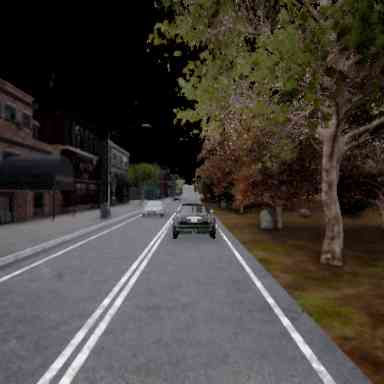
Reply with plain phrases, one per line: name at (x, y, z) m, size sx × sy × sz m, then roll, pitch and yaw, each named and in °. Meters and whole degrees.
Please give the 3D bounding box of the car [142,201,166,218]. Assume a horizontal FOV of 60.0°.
car at (-3.351, 1.516, 30.022) m, size 1.812 × 1.442 × 4.674 m, roll 0°, pitch 0°, yaw 0°

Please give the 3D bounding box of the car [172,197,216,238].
car at (0.100, 1.350, 17.730) m, size 2.097 × 1.767 × 4.553 m, roll 0°, pitch 0°, yaw 0°

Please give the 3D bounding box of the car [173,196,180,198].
car at (-3.260, 1.527, 71.892) m, size 2.033 × 1.411 × 5.357 m, roll 0°, pitch 0°, yaw 0°
